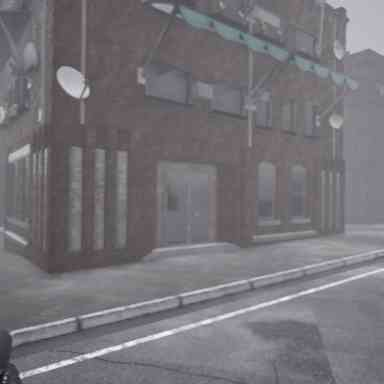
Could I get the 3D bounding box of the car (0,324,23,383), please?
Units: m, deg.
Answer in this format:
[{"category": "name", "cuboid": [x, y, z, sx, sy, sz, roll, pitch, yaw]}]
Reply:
[{"category": "car", "cuboid": [-3.383, 1.509, 1.290, 4.892, 1.490, 1.837, 0, 0, -36]}]
